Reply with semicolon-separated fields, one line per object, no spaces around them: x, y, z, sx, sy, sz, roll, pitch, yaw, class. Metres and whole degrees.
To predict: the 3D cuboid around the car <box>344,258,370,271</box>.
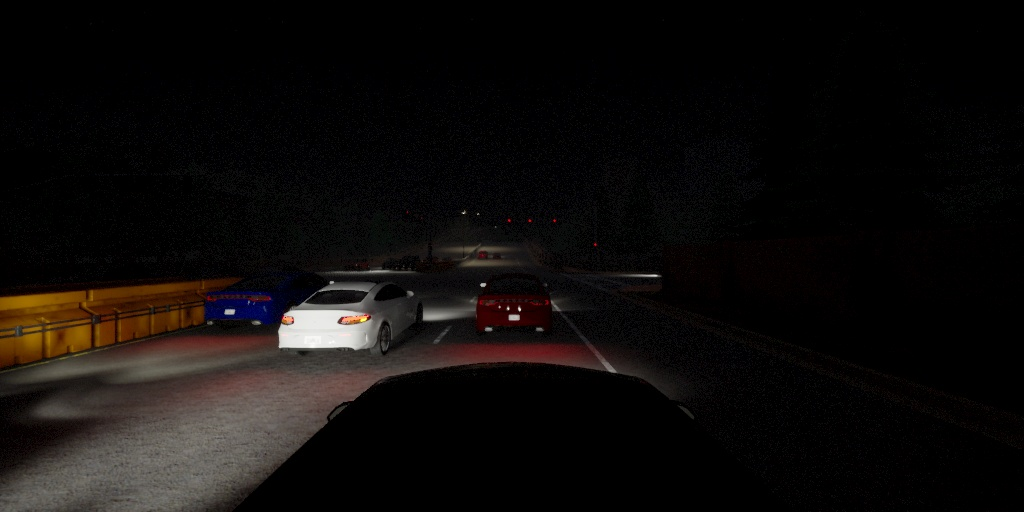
-21.196;1.102;49.009;2.097;1.767;4.553;0;0;0;car

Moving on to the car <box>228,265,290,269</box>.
-14.141;1.275;21.508;1.812;1.442;4.674;0;0;0;car

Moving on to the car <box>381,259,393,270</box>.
-17.708;1.241;53.097;2.128;1.511;4.902;0;0;0;car

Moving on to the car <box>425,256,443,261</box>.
-14.204;0.967;62.639;2.150;2.045;5.566;0;1;0;car

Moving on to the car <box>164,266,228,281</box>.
-17.642;1.314;21.424;1.994;1.385;4.181;0;0;0;car

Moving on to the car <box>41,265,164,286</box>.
-21.136;1.257;18.845;1.837;1.490;4.892;0;-1;0;car

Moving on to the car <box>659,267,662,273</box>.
17.273;1.314;36.498;4.181;1.385;1.994;0;0;0;car

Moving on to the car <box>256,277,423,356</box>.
-3.449;1.276;8.468;1.812;1.442;4.674;0;0;-1;car

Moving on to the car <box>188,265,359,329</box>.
-6.942;1.228;11.306;1.882;1.535;5.008;0;0;0;car

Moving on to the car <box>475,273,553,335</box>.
0.056;1.228;10.499;1.882;1.535;5.008;0;0;0;car

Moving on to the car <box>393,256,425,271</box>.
-14.197;0.972;49.751;2.150;2.045;5.566;0;0;0;car
